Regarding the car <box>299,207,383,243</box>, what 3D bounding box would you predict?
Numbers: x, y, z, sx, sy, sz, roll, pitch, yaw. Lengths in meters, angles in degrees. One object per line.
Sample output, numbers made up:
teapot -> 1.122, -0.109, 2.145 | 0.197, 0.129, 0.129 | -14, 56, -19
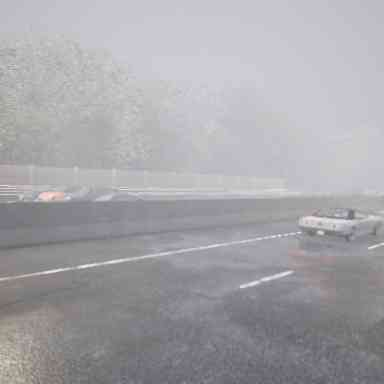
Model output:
car -> 6.760, 1.329, 14.742 | 4.718, 1.301, 1.895 | 0, 2, -43

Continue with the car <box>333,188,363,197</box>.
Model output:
car -> 23.799, 0.385, 49.534 | 5.566, 2.045, 2.150 | 0, 2, -42

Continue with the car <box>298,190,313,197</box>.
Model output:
car -> 19.174, 0.419, 54.795 | 4.181, 1.385, 1.994 | 0, 2, -42

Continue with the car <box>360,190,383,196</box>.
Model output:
car -> 26.324, 0.808, 47.133 | 4.902, 1.511, 2.128 | 0, 2, -42

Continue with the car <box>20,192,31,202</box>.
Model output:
car -> -11.153, 0.280, 26.870 | 4.902, 1.511, 2.128 | 0, 2, -43

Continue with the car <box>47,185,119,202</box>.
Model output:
car -> -6.548, 0.450, 21.596 | 4.553, 1.767, 2.097 | 0, 2, -43

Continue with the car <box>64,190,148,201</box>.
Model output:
car -> -4.405, 0.778, 18.829 | 4.674, 1.442, 1.812 | 0, 2, -43

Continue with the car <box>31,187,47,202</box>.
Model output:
car -> -8.812, 0.296, 24.263 | 4.553, 1.767, 2.097 | 0, 2, -43

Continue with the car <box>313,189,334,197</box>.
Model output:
car -> 21.616, 0.360, 52.281 | 4.553, 1.767, 2.097 | 0, 2, -42
